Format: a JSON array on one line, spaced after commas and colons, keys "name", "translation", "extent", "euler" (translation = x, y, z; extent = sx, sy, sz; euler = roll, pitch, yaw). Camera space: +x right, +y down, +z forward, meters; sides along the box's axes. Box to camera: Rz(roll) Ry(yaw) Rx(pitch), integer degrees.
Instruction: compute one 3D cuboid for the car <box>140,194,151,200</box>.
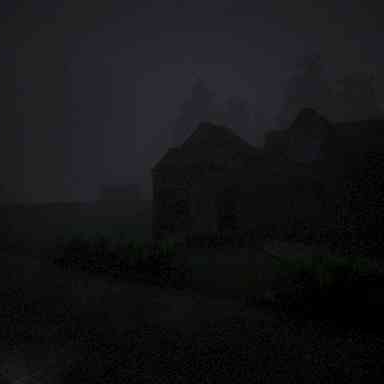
[{"name": "car", "translation": [-9.061, 1.256, 53.969], "extent": [2.150, 2.045, 5.566], "euler": [0, 0, 36]}]
